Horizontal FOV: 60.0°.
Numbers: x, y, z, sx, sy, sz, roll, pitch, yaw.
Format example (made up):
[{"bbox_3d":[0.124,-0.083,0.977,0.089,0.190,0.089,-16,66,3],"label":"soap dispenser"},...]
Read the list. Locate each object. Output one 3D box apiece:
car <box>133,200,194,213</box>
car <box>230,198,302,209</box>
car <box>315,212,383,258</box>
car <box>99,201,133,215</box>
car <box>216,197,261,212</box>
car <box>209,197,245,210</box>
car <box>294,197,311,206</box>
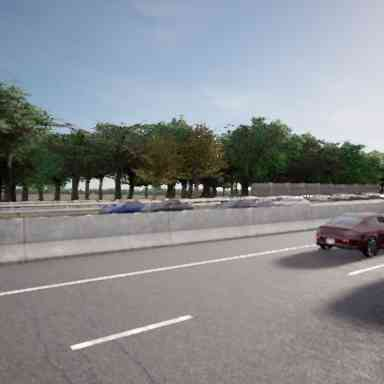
[{"bbox_3d":[-2.110,1.472,28.145,4.892,1.490,1.837,0,0,-35],"label":"car"},{"bbox_3d":[5.619,1.430,25.053,4.902,1.511,2.128,0,0,-35],"label":"car"},{"bbox_3d":[6.609,1.496,12.673,4.674,1.442,1.812,0,0,-35],"label":"car"},{"bbox_3d":[-5.723,1.505,29.025,4.674,1.442,1.812,0,0,-38],"label":"car"},{"bbox_3d":[5.314,1.377,37.514,4.902,1.511,2.128,-1,0,-36],"label":"car"},{"bbox_3d":[3.616,1.416,27.924,5.008,1.535,1.882,-1,0,-35],"label":"car"},{"bbox_3d":[11.571,1.358,37.776,4.674,1.442,1.812,-1,0,-35],"label":"car"}]
